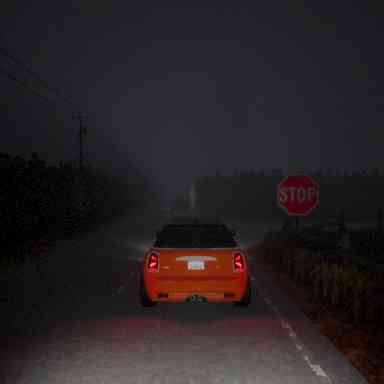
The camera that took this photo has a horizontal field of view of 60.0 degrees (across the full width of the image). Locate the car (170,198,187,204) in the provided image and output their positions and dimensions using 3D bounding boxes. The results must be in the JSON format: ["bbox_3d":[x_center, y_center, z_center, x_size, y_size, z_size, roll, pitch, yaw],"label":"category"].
[{"bbox_3d":[-1.600,1.467,40.568,1.882,1.535,5.008,0,0,-5],"label":"car"}]

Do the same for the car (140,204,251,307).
[{"bbox_3d":[0.052,1.350,8.154,2.097,1.767,4.553,0,0,-1],"label":"car"}]
